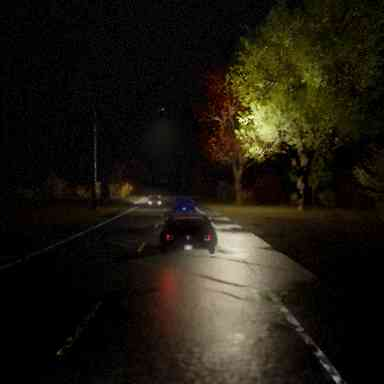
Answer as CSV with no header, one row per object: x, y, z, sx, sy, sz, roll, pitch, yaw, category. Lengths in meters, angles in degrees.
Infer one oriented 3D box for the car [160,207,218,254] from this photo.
-0.144,1.462,12.860,1.895,1.301,4.718,0,1,-1,car

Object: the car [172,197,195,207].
-0.759,1.162,29.714,1.882,1.535,5.008,0,1,-3,car

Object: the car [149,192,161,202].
-6.394,0.764,57.669,2.097,1.767,4.553,0,1,-5,car
